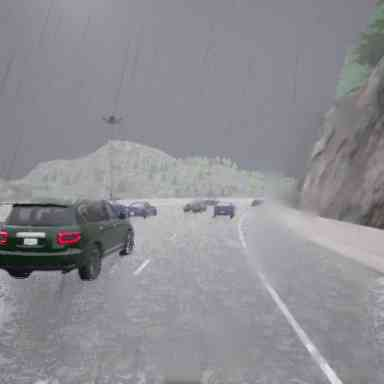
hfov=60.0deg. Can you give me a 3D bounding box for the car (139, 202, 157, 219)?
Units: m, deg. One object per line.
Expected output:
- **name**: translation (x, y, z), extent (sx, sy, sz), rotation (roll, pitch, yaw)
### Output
- **car**: translation (-4.520, 1.628, 29.906), extent (1.812, 1.442, 4.674), rotation (0, 0, 11)

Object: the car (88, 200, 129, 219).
- **car**: translation (-7.696, 1.544, 31.234), extent (1.882, 1.535, 5.008), rotation (1, 0, 10)

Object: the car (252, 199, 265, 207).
- **car**: translation (12.701, 2.020, 63.602), extent (1.837, 1.490, 4.892), rotation (0, -1, 22)

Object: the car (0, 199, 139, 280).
- **car**: translation (-3.428, 1.231, 10.180), extent (2.150, 2.045, 5.566), rotation (0, 0, 5)

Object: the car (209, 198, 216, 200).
- **car**: translation (3.964, 1.863, 61.094), extent (1.882, 1.535, 5.008), rotation (0, -1, 22)

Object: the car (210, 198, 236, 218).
- **car**: translation (3.292, 1.701, 32.840), extent (1.882, 1.535, 5.008), rotation (1, -1, 12)

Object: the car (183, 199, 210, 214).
- **car**: translation (0.478, 1.820, 38.968), extent (1.895, 1.301, 4.718), rotation (1, 0, 15)

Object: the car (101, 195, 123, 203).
- **car**: translation (-16.062, 1.371, 67.381), extent (1.882, 1.535, 5.008), rotation (1, 0, 19)

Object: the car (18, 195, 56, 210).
- **car**: translation (-19.798, 1.317, 42.656), extent (2.097, 1.767, 4.553), rotation (1, 0, 11)
